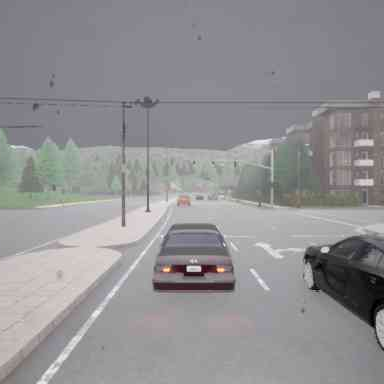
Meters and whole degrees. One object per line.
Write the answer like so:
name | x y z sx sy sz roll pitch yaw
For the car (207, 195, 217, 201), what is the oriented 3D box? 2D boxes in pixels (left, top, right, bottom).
car | 5.510 1.538 85.614 2.033 1.411 5.357 0 0 0

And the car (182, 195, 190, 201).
car | -1.490 1.522 85.570 1.812 1.442 4.674 0 0 0

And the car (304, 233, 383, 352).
car | 3.586 1.477 5.973 1.882 1.535 5.008 0 0 0

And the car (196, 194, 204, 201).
car | 2.010 1.476 85.608 1.882 1.535 5.008 0 0 0

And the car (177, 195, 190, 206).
car | -1.338 1.351 54.745 2.097 1.767 4.553 0 0 -1

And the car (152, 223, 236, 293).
car | 0.045 1.547 9.000 2.033 1.411 5.357 0 0 0
